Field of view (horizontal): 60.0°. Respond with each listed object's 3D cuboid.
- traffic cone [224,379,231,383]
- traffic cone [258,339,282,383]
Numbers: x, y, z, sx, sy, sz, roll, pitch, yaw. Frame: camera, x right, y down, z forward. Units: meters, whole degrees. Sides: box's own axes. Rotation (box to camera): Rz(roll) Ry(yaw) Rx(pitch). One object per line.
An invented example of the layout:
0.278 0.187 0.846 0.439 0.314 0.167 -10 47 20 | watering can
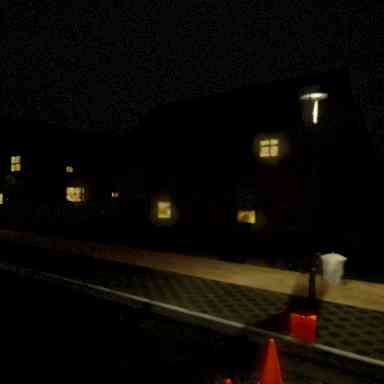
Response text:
0.314 1.957 2.944 0.340 0.580 0.340 1 0 35 | traffic cone
0.894 1.960 3.759 0.340 0.580 0.340 1 0 35 | traffic cone
